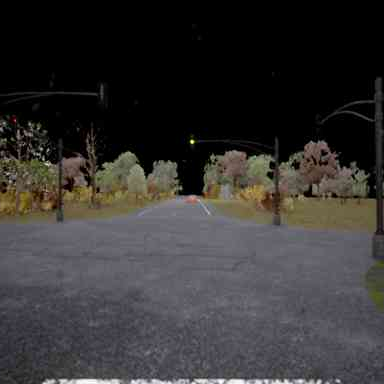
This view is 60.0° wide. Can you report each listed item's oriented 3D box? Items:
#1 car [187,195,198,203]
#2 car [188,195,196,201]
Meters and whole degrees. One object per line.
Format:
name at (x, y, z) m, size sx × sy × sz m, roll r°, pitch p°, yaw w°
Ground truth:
car at (0.090, 1.347, 68.267) m, size 2.097 × 1.767 × 4.553 m, roll 0°, pitch 0°, yaw 0°
car at (0.103, 1.362, 78.303) m, size 1.812 × 1.442 × 4.674 m, roll 0°, pitch 0°, yaw 0°
